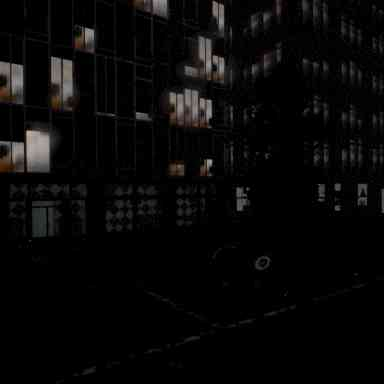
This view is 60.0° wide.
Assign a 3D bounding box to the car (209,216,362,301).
[{"bbox_3d":[2.355,1.439,8.234,4.097,1.590,1.967,0,-1,-35],"label":"car"}]
